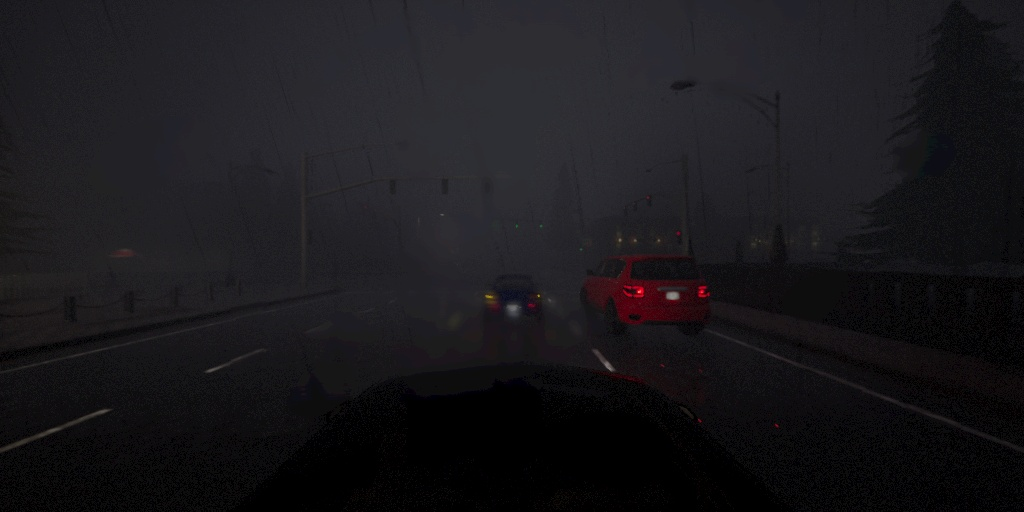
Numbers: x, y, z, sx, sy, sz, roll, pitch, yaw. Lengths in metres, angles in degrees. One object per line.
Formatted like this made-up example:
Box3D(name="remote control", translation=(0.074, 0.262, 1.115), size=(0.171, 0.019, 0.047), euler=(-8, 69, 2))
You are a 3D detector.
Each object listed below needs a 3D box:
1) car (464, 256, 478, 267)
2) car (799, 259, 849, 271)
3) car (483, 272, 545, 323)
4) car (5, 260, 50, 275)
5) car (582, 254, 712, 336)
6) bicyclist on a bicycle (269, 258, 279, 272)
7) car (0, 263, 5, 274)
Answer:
Box3D(name="car", translation=(-7.438, 0.959, 64.992), size=(2.150, 2.045, 5.566), euler=(0, 0, -10))
Box3D(name="car", translation=(28.515, 1.096, 33.524), size=(4.553, 1.767, 2.097), euler=(0, 0, 0))
Box3D(name="car", translation=(0.068, 1.274, 12.067), size=(1.812, 1.442, 4.674), euler=(0, 0, 0))
Box3D(name="car", translation=(-50.957, 1.222, 36.950), size=(5.008, 1.535, 1.882), euler=(0, 0, 1))
Box3D(name="car", translation=(3.555, 0.969, 10.565), size=(2.150, 2.045, 5.566), euler=(0, 0, 0))
Box3D(name="bicyclist on a bicycle", translation=(-27.383, 1.044, 41.306), size=(0.582, 1.620, 1.656), euler=(0, 0, 0))
Box3D(name="car", translation=(-51.094, 1.271, 33.454), size=(4.674, 1.442, 1.812), euler=(0, 0, 1))
